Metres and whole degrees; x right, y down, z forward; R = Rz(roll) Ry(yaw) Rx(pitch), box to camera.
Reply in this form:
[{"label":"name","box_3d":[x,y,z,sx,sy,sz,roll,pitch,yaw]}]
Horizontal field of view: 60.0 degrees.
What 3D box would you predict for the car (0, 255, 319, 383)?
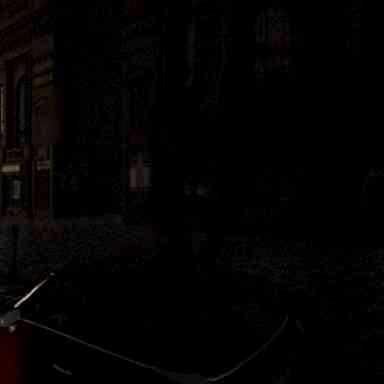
[{"label":"car","box_3d":[-0.905,1.438,3.605,4.097,1.590,1.967,0,0,35]}]
